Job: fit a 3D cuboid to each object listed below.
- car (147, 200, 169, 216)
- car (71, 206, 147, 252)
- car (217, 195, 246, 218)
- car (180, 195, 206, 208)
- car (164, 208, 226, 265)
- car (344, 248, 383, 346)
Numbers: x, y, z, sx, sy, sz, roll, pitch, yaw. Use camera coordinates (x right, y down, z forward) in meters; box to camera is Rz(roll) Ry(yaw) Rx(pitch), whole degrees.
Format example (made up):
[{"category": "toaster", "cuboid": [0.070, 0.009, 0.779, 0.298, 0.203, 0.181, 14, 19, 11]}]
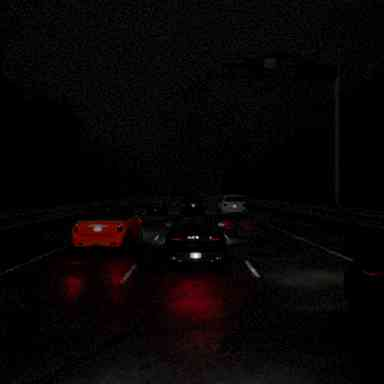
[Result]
[{"category": "car", "cuboid": [-3.381, 1.533, 33.290, 1.882, 1.535, 5.008, 0, 0, 0]}, {"category": "car", "cuboid": [-3.393, 1.360, 14.102, 2.097, 1.767, 4.553, 0, 0, 0]}, {"category": "car", "cuboid": [3.615, 1.268, 30.875, 2.150, 2.045, 5.566, 0, 0, 0]}, {"category": "car", "cuboid": [0.115, 1.269, 31.000, 2.150, 2.045, 5.566, 0, 0, 0]}, {"category": "car", "cuboid": [0.106, 1.511, 11.634, 1.837, 1.490, 4.892, 0, 0, 0]}, {"category": "car", "cuboid": [3.603, 1.223, 3.191, 2.150, 2.045, 5.566, 0, 0, 0]}]
